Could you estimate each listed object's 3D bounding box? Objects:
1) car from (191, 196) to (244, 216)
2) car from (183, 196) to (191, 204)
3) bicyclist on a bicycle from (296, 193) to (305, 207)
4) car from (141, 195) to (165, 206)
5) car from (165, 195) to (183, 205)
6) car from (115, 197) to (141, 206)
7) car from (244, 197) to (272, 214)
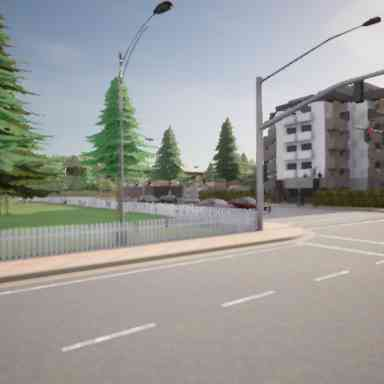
[{"bbox_3d":[2.197,1.323,29.892,1.812,1.442,4.674,-1,0,-34],"label":"car"},{"bbox_3d":[-0.974,1.279,53.476,1.895,1.301,4.718,-1,0,-34],"label":"car"},{"bbox_3d":[13.008,0.943,39.716,1.656,1.620,0.582,-1,1,-34],"label":"bicyclist on a bicycle"},{"bbox_3d":[-6.346,1.263,48.908,1.837,1.490,4.892,-1,0,-34],"label":"car"},{"bbox_3d":[-3.858,1.221,51.491,1.837,1.490,4.892,-1,0,-34],"label":"car"},{"bbox_3d":[-9.380,1.355,47.151,1.994,1.385,4.181,-1,0,-34],"label":"car"},{"bbox_3d":[5.334,1.238,31.466,1.882,1.535,5.008,-1,0,-34],"label":"car"}]
